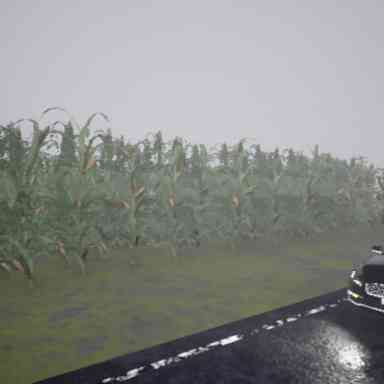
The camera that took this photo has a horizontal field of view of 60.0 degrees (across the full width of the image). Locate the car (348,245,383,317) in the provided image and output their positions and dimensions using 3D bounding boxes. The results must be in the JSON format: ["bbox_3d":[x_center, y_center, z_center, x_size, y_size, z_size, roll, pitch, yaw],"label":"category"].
[{"bbox_3d":[5.086,1.506,6.691,4.892,1.490,1.837,0,0,-35],"label":"car"}]
